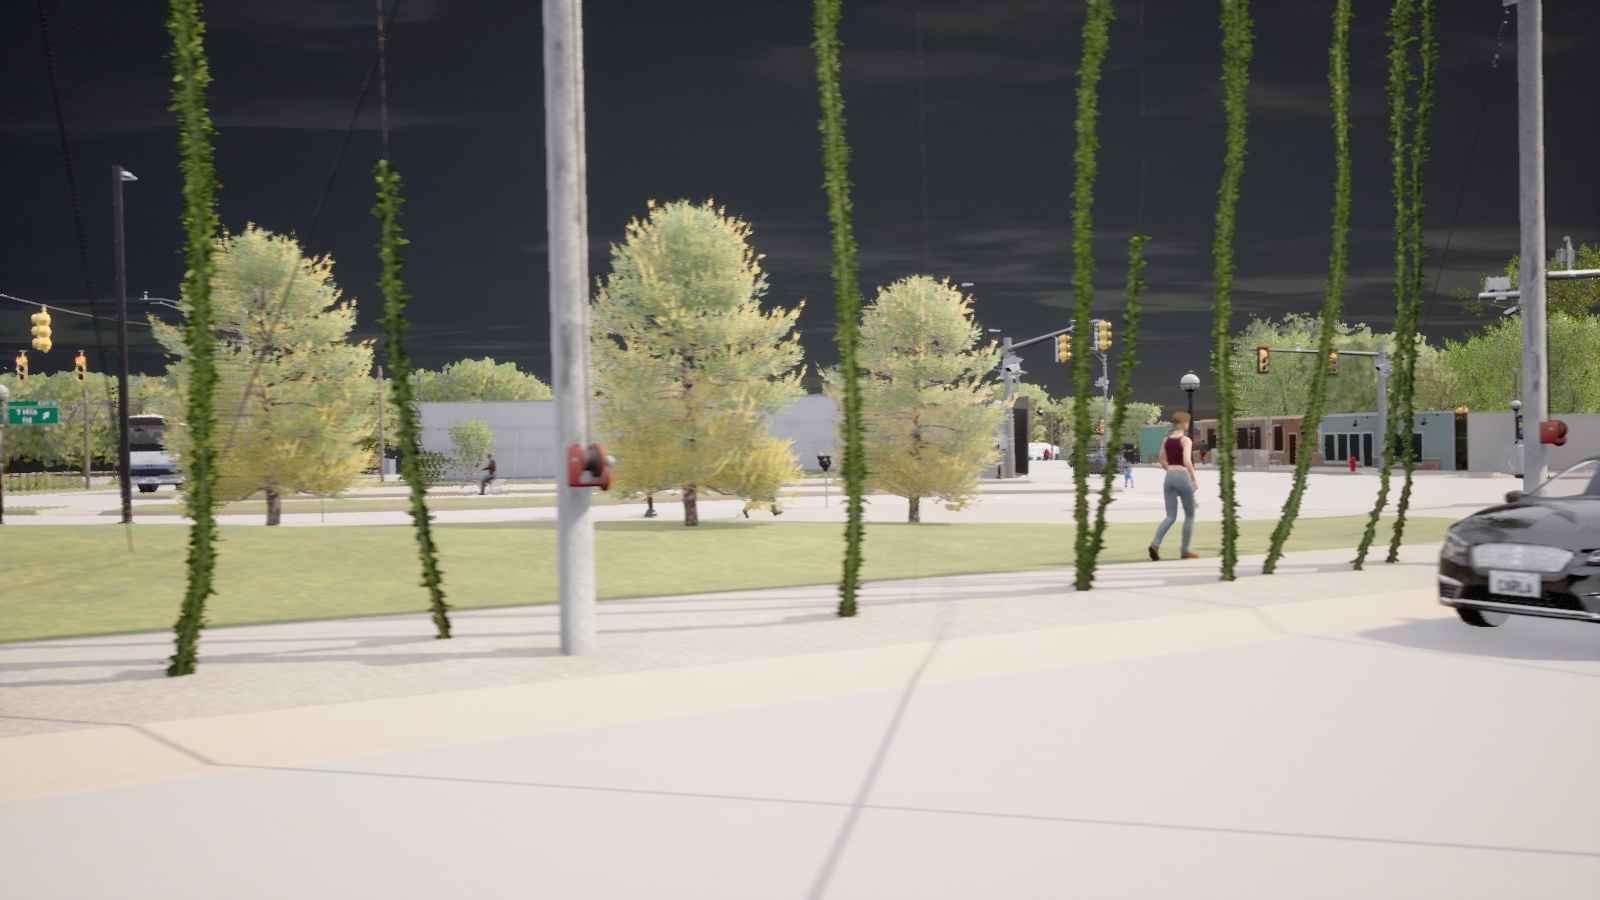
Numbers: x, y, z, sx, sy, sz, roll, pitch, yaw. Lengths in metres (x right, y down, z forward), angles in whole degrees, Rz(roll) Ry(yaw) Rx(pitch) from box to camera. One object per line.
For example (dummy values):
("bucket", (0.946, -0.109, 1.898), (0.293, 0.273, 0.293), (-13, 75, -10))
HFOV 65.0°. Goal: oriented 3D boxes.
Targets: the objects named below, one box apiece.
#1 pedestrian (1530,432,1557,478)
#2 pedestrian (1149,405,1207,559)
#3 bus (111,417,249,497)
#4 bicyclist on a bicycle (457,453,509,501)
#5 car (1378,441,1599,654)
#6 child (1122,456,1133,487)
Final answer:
("pedestrian", (32.563, 0.216, 54.998), (0.659, 1.952, 0.873), (-1, 1, 5))
("pedestrian", (4.619, 0.381, 15.355), (0.594, 1.836, 0.345), (-2, 1, -34))
("bus", (-35.719, 0.410, 72.953), (3.944, 4.253, 10.273), (-2, 0, -7))
("bicyclist on a bicycle", (-12.086, 1.038, 47.905), (1.843, 1.776, 0.659), (-1, 0, -8))
("car", (7.414, 0.677, 10.735), (4.902, 1.511, 2.128), (0, 0, -32))
("child", (13.427, 0.868, 51.419), (0.270, 1.263, 0.437), (-2, 1, -6))
